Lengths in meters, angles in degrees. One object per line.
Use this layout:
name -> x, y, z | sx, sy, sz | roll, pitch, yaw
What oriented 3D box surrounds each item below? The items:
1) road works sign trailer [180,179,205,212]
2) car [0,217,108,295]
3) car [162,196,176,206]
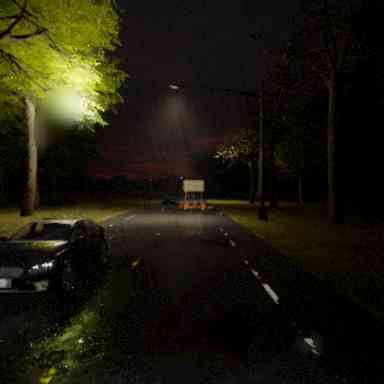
road works sign trailer -> 0.178, 0.356, 37.635 | 2.380, 3.560, 2.880 | 0, 0, -8
car -> -3.604, 1.461, 8.767 | 2.128, 1.511, 4.902 | 0, 0, 0
car -> -3.591, 1.342, 52.342 | 1.882, 1.535, 5.008 | 0, 0, 0
